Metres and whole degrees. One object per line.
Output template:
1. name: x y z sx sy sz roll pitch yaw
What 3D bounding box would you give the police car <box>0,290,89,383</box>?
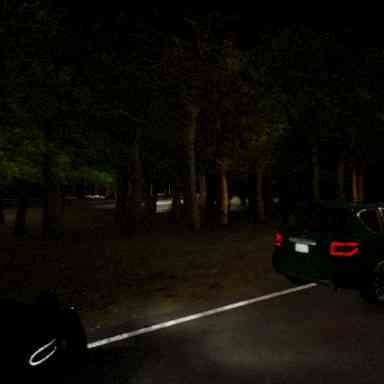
1. police car: -3.512 1.460 2.538 5.238 1.638 1.930 0 0 -38

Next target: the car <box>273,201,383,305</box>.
1. car: 4.474 1.238 8.343 5.566 2.045 2.150 0 0 -34
